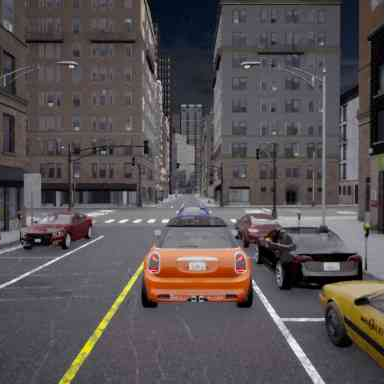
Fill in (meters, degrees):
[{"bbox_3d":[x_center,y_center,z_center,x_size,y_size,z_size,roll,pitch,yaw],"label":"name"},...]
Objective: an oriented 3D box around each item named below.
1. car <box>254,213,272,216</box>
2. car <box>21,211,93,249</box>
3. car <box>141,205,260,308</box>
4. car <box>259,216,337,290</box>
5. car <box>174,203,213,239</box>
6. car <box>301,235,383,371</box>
[{"bbox_3d":[2.866,1.578,14.486,1.802,1.307,4.206,-1,0,0],"label":"car"},{"bbox_3d":[-5.679,1.541,14.483,1.887,1.381,4.507,-1,0,0],"label":"car"},{"bbox_3d":[0.097,1.350,8.097,2.097,1.767,4.553,0,0,0],"label":"car"},{"bbox_3d":[2.866,1.564,8.900,1.947,1.339,4.313,-1,0,0],"label":"car"},{"bbox_3d":[0.099,1.473,18.385,1.882,1.535,5.008,0,0,1],"label":"car"},{"bbox_3d":[2.866,1.524,3.484,1.752,1.417,4.829,-1,0,0],"label":"car"}]
